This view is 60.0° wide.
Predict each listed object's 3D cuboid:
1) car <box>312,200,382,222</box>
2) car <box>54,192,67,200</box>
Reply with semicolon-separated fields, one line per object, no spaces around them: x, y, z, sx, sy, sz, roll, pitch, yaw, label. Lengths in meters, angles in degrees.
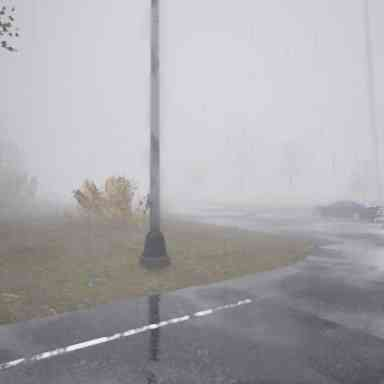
11.572;1.321;25.222;1.882;1.535;5.008;-1;1;-35;car
-27.047;0.767;68.220;2.033;1.411;5.357;-1;1;-31;car
